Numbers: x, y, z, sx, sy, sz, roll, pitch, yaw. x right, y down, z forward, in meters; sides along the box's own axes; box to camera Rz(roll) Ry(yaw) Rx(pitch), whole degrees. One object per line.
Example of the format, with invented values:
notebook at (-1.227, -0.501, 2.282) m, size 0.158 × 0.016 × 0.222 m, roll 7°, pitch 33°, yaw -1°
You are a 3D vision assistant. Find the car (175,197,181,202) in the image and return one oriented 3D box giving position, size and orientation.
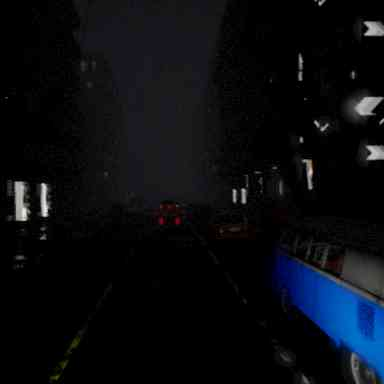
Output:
car at (-4.068, 2.074, 95.278) m, size 1.752 × 1.417 × 4.829 m, roll -1°, pitch 0°, yaw -4°

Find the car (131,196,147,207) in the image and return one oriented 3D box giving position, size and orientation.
car at (-9.984, 1.750, 60.649) m, size 2.192 × 1.841 × 5.009 m, roll -1°, pitch 0°, yaw -4°

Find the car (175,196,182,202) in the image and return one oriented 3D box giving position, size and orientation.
car at (-3.652, 1.940, 89.462) m, size 1.967 × 1.590 × 4.097 m, roll -1°, pitch 0°, yaw -4°

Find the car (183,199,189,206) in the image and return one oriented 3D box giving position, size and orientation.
car at (0.409, 1.672, 32.990) m, size 1.887 × 1.381 × 4.507 m, roll -1°, pitch 0°, yaw -4°

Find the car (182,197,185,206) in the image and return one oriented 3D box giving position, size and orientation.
car at (-1.214, 1.817, 55.581) m, size 2.008 × 1.369 × 4.403 m, roll -1°, pitch 0°, yaw -4°

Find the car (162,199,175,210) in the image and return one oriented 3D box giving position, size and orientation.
car at (-3.368, 1.793, 48.659) m, size 1.812 × 1.442 × 4.674 m, roll -1°, pitch 0°, yaw -4°

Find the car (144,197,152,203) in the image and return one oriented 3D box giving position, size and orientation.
car at (-12.415, 2.226, 94.530) m, size 1.887 × 1.381 × 4.507 m, roll -1°, pitch 0°, yaw -4°

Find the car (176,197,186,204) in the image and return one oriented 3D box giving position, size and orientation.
car at (-2.434, 1.813, 72.523) m, size 1.967 × 1.590 × 4.097 m, roll -1°, pitch 0°, yaw -4°

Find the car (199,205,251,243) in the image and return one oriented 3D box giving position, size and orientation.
car at (1.614, 1.556, 16.220) m, size 1.752 × 1.417 × 4.829 m, roll -1°, pitch 0°, yaw -4°

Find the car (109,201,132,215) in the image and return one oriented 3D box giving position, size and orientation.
car at (-8.356, 1.878, 38.056) m, size 1.802 × 1.307 × 4.206 m, roll -1°, pitch 0°, yaw -4°

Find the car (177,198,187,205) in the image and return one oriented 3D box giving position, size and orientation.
car at (-2.027, 1.881, 66.877) m, size 1.887 × 1.381 × 4.507 m, roll -1°, pitch 0°, yaw -4°

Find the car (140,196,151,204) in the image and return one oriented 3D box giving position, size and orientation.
car at (-11.608, 1.904, 83.237) m, size 2.192 × 1.841 × 5.009 m, roll -1°, pitch 0°, yaw -4°

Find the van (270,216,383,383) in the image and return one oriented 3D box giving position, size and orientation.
van at (2.436, 1.317, 4.756) m, size 1.690 × 1.788 × 3.998 m, roll -1°, pitch 0°, yaw -4°

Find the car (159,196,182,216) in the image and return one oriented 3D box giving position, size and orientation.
car at (-2.400, 1.536, 35.266) m, size 2.097 × 1.767 × 4.553 m, roll -1°, pitch 0°, yaw -4°

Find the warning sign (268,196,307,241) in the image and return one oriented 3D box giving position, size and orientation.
warning sign at (4.116, 1.098, 14.455) m, size 1.300 × 1.860 × 1.060 m, roll -1°, pitch 0°, yaw -4°

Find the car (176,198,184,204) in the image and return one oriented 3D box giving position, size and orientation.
car at (-2.838, 1.993, 78.171) m, size 1.802 × 1.307 × 4.206 m, roll -1°, pitch 0°, yaw -4°

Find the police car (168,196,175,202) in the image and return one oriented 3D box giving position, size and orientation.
police car at (-5.658, 1.970, 91.039) m, size 1.930 × 1.638 × 5.238 m, roll -1°, pitch 0°, yaw -6°

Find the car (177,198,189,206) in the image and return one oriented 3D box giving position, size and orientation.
car at (-1.620, 1.852, 61.229) m, size 2.008 × 1.369 × 4.403 m, roll -1°, pitch 0°, yaw -4°

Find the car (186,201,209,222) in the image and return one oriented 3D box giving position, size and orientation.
car at (0.815, 1.638, 27.343) m, size 1.887 × 1.381 × 4.507 m, roll -1°, pitch 0°, yaw -4°

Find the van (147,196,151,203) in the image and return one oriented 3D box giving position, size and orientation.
van at (-11.201, 1.886, 77.592) m, size 1.690 × 1.788 × 3.998 m, roll -1°, pitch 0°, yaw -4°
